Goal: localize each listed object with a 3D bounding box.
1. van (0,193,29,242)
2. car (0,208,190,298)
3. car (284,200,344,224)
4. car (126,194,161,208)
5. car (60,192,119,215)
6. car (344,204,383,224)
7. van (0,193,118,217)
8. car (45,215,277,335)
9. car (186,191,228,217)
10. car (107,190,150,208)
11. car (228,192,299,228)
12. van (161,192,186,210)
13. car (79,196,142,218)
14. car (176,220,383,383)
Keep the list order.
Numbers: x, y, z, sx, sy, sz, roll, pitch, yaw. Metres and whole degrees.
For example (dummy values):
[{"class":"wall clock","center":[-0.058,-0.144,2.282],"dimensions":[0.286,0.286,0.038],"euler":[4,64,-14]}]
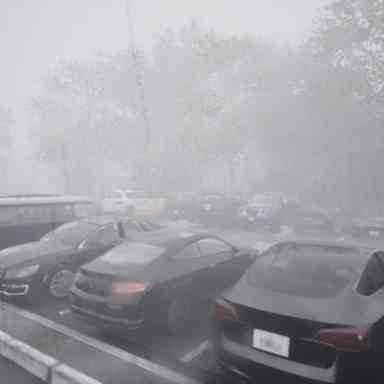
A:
[{"class":"van","center":[-9.222,1.077,13.362],"dimensions":[1.878,1.987,4.442],"euler":[1,1,36]},{"class":"car","center":[-2.451,1.401,8.374],"dimensions":[2.231,1.521,4.892],"euler":[1,1,36]},{"class":"car","center":[6.937,1.320,17.764],"dimensions":[2.163,1.488,4.792],"euler":[1,1,36]},{"class":"car","center":[-1.993,1.162,24.362],"dimensions":[1.946,1.575,5.366],"euler":[1,1,36]},{"class":"car","center":[-8.851,0.940,29.087],"dimensions":[2.185,1.767,4.553],"euler":[1,1,36]},{"class":"car","center":[9.164,1.346,16.094],"dimensions":[2.163,1.488,4.792],"euler":[1,1,36]},{"class":"van","center":[-4.667,1.145,10.096],"dimensions":[1.878,1.987,4.442],"euler":[1,1,36]},{"class":"car","center":[-0.178,1.467,6.733],"dimensions":[2.002,1.452,4.674],"euler":[1,1,36]},{"class":"car","center":[2.426,0.983,20.995],"dimensions":[2.435,2.045,5.566],"euler":[1,1,36]},{"class":"car","center":[-4.340,0.882,25.848],"dimensions":[2.435,2.045,5.566],"euler":[1,1,36]},{"class":"car","center":[4.649,1.012,19.331],"dimensions":[2.435,2.045,5.566],"euler":[1,1,36]},{"class":"van","center":[0.221,0.974,22.685],"dimensions":[1.878,1.987,4.442],"euler":[1,1,36]},{"class":"car","center":[-6.630,1.130,27.423],"dimensions":[2.163,1.488,4.792],"euler":[1,1,36]},{"class":"car","center":[2.122,1.480,5.122],"dimensions":[2.163,1.488,4.792],"euler":[0,1,36]}]
